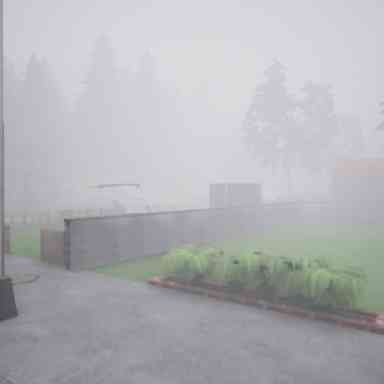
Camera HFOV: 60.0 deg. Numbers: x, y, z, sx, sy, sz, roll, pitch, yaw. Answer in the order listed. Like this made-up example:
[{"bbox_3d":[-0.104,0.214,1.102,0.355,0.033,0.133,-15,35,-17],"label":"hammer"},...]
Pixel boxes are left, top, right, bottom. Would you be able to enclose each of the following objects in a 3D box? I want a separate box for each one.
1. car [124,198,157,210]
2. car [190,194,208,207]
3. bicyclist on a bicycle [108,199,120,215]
[{"bbox_3d":[-6.645,1.564,43.099,1.837,1.490,4.892,0,0,36],"label":"car"},{"bbox_3d":[1.973,1.277,48.115,2.150,2.045,5.566,0,0,36],"label":"car"},{"bbox_3d":[-6.664,1.392,28.640,1.656,1.620,0.582,-1,0,36],"label":"bicyclist on a bicycle"}]
